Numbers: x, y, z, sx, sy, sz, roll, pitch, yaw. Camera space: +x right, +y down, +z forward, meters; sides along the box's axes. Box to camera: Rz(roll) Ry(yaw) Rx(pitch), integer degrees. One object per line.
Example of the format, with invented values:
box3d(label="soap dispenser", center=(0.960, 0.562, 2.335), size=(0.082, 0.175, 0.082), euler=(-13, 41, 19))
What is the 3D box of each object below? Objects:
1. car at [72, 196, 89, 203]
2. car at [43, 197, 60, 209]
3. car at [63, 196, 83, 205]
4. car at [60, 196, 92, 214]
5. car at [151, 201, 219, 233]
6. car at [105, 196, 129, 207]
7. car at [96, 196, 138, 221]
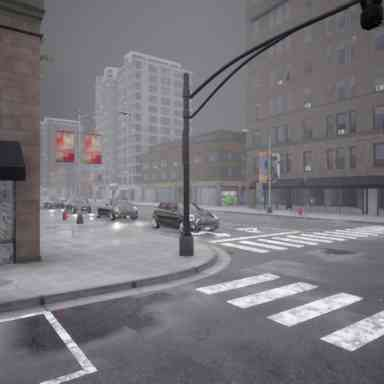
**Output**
box3d(label="car", center=(-22.228, 1.450, 66.335), size=(1.994, 1.385, 4.181), euler=(0, 0, -36))
box3d(label="car", center=(-18.296, 1.438, 43.998), size=(1.837, 1.490, 4.892), euler=(0, 0, -35))
box3d(label="car", center=(-21.393, 1.449, 59.649), size=(2.033, 1.411, 5.357), euler=(0, 0, -36))
box3d(label="car", center=(-12.237, 1.454, 35.549), size=(1.837, 1.490, 4.892), euler=(0, 0, -36))
box3d(label="car", center=(-0.496, 1.331, 19.293), size=(2.097, 1.767, 4.553), euler=(0, 0, -36))
box3d(label="car", center=(-11.714, 1.420, 51.793), size=(1.837, 1.490, 4.892), euler=(0, 0, -36))
box3d(label="car", center=(-6.179, 1.317, 27.155), size=(2.097, 1.767, 4.553), euler=(0, 0, -36))
